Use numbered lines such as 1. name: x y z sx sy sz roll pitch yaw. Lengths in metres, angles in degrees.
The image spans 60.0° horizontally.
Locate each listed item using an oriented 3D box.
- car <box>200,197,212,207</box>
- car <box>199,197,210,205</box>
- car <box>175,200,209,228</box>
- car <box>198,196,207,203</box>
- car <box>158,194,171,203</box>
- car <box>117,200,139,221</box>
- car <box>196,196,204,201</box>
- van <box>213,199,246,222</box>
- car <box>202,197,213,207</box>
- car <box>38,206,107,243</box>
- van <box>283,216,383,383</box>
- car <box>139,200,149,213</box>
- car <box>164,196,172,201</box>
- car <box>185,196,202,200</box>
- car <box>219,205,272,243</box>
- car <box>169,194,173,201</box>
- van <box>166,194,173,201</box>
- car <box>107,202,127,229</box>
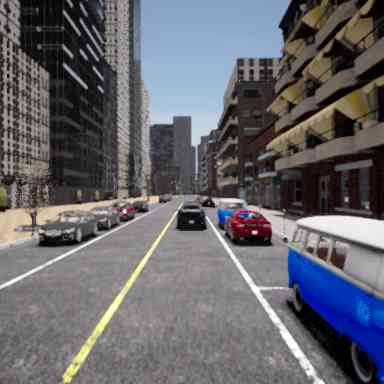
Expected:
1. car: 2.330 1.587 54.897 1.752 1.417 4.829 0 0 0
2. car: 2.292 1.598 60.421 1.752 1.417 4.829 0 0 0
3. car: -0.042 1.528 22.321 1.837 1.490 4.892 0 0 0
4. car: 2.220 1.640 71.296 1.887 1.381 4.507 0 0 0
5. car: -6.160 1.687 71.241 1.947 1.339 4.313 0 0 0
6. car: -5.865 1.486 27.059 1.967 1.590 4.097 0 0 0
7. car: 2.108 1.679 87.864 1.887 1.381 4.507 0 0 0
8. van: 2.552 1.354 21.591 1.690 1.788 3.998 0 0 0
9. car: 2.369 1.617 49.205 1.947 1.339 4.313 0 0 0
10. car: -5.791 1.584 16.012 2.008 1.369 4.403 0 0 0
11. van: 2.663 1.337 5.024 1.690 1.788 3.998 0 0 0
12. car: -5.938 1.625 38.104 1.947 1.339 4.313 0 0 0
13. car: -6.271 1.726 87.809 1.947 1.339 4.313 0 0 0
14. car: -0.170 1.538 41.964 2.128 1.511 4.902 0 0 0
15. car: 2.590 1.552 16.068 1.887 1.381 4.507 0 0 0
16. car: -6.236 1.462 82.286 2.192 1.841 5.009 0 0 0
17. van: -6.310 1.516 93.332 1.690 1.788 3.998 0 0 0
18. car: -5.828 1.590 21.536 2.008 1.369 4.403 0 0 0
